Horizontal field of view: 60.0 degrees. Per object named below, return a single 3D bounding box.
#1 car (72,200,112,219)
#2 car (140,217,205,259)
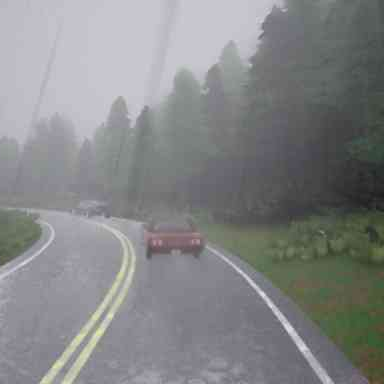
[{"bbox_3d":[-8.470,1.403,27.959,1.837,1.490,4.892,5,-1,-40],"label":"car"},{"bbox_3d":[-0.932,1.608,12.647,1.895,1.301,4.718,1,0,-12],"label":"car"}]
